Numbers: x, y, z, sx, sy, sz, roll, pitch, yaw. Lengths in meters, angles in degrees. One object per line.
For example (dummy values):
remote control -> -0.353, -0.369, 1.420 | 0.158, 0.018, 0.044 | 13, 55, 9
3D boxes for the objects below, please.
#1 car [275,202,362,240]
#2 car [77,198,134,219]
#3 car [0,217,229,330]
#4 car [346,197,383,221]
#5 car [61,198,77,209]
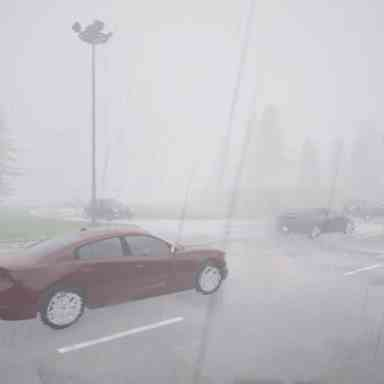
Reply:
car -> 6.287, 1.455, 16.828 | 4.892, 1.490, 1.837 | 0, 0, -35
car -> -6.702, 1.319, 26.505 | 4.553, 1.767, 2.097 | 0, 0, 39
car -> -1.450, 1.468, 7.008 | 5.008, 1.535, 1.882 | 0, 0, -36
car -> 13.870, 1.264, 26.531 | 4.553, 1.767, 2.097 | 0, 0, -36
car -> -16.172, 1.503, 45.937 | 2.033, 1.411, 5.357 | 0, 0, 1
